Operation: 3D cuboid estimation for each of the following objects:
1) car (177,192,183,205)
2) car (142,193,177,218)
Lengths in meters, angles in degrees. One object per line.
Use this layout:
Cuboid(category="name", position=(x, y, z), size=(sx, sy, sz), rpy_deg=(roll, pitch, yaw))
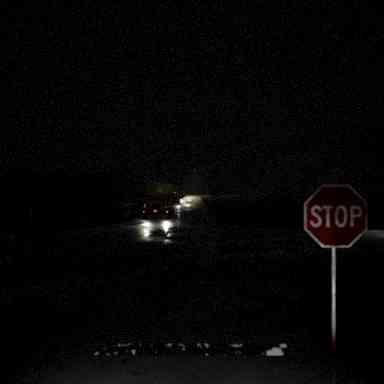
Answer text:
Cuboid(category="car", position=(-2.664, 1.134, 48.580), size=(1.837, 1.490, 4.892), rpy_deg=(0, 1, 0))
Cuboid(category="car", position=(-2.765, 1.088, 28.445), size=(2.150, 2.045, 5.566), rpy_deg=(0, 1, 2))
